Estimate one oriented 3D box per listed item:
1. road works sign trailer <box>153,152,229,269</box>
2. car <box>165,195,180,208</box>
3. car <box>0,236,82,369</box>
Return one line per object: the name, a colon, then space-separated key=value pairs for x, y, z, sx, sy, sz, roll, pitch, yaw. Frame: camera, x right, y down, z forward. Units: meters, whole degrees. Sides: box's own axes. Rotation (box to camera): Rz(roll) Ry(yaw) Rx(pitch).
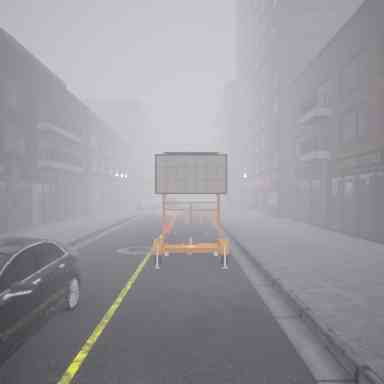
road works sign trailer: x=-0.029 y=0.467 z=11.182 sx=2.380 sy=3.560 sz=2.880 roll=0 pitch=0 yaw=0
car: x=-3.253 y=1.522 z=47.858 sx=2.128 sy=1.511 sz=4.902 roll=0 pitch=0 yaw=0
car: x=-3.115 y=1.505 z=4.864 sx=1.837 sy=1.490 sz=4.892 roll=0 pitch=0 yaw=0
